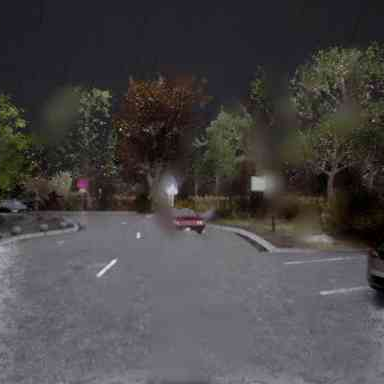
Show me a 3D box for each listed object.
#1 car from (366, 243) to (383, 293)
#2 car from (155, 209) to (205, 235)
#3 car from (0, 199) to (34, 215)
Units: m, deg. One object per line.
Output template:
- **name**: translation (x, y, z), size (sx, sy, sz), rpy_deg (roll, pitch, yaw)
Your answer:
- **car**: translation (5.964, 1.507, 6.972), size (4.792, 1.488, 2.163), rpy_deg (1, 0, -20)
- **car**: translation (-0.819, 1.575, 18.694), size (1.895, 1.301, 4.718), rpy_deg (0, 0, -16)
- **car**: translation (-18.066, 1.450, 32.445), size (4.902, 1.511, 2.128), rpy_deg (0, 0, 4)
